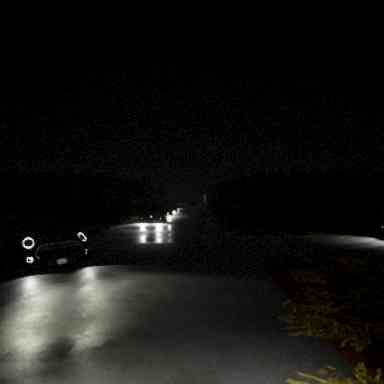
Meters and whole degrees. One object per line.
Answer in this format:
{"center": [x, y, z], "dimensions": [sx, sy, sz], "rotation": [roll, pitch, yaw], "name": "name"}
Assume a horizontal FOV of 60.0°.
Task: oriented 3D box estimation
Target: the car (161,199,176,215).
{"center": [-3.114, 1.696, 36.855], "dimensions": [1.837, 1.490, 4.892], "rotation": [0, 0, 0], "name": "car"}

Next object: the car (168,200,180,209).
{"center": [-3.024, 2.076, 57.571], "dimensions": [1.837, 1.490, 4.892], "rotation": [0, -2, 1], "name": "car"}

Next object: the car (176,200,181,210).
{"center": [-3.082, 1.791, 47.078], "dimensions": [2.128, 1.511, 4.902], "rotation": [0, -1, 0], "name": "car"}

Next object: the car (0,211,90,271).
{"center": [-5.270, 1.453, 11.146], "dimensions": [2.097, 1.767, 4.553], "rotation": [-1, -1, -44], "name": "car"}

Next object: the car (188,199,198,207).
{"center": [0.253, 2.273, 69.010], "dimensions": [2.128, 1.511, 4.902], "rotation": [0, -1, 0], "name": "car"}

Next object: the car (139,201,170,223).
{"center": [-3.129, 1.728, 27.397], "dimensions": [1.994, 1.385, 4.181], "rotation": [0, -1, 0], "name": "car"}
